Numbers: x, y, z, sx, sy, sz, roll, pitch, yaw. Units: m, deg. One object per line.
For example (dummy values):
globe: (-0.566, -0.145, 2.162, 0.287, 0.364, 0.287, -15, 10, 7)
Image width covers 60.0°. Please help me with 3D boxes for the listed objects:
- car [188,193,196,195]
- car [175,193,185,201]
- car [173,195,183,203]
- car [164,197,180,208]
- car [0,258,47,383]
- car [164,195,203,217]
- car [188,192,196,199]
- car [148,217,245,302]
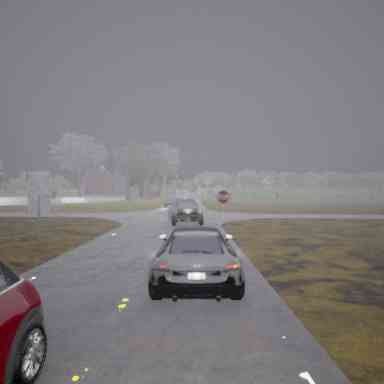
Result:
car: (0.048, 1.364, 77.821, 1.994, 1.385, 4.181, 0, 0, 0)
car: (-2.704, 1.180, 76.450, 2.097, 1.767, 4.553, 0, 0, 0)
car: (-2.722, 1.333, 66.389, 1.882, 1.535, 5.008, 0, 0, 0)
car: (-2.786, 1.475, 46.280, 1.994, 1.385, 4.181, 0, 0, 0)
car: (-2.854, 1.349, 2.222, 2.097, 1.767, 4.553, 0, 0, 0)
car: (-0.598, 1.315, 23.586, 2.097, 1.767, 4.553, 0, 0, -9)
car: (0.054, 0.972, 87.831, 2.097, 1.767, 4.553, 0, 0, 0)
car: (0.101, 1.553, 8.291, 1.994, 1.385, 4.181, 0, 0, 0)
